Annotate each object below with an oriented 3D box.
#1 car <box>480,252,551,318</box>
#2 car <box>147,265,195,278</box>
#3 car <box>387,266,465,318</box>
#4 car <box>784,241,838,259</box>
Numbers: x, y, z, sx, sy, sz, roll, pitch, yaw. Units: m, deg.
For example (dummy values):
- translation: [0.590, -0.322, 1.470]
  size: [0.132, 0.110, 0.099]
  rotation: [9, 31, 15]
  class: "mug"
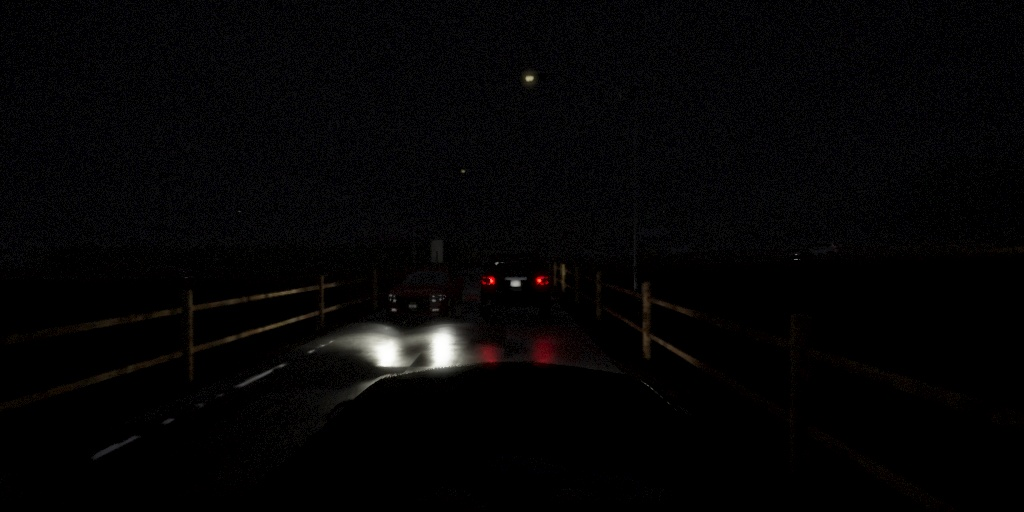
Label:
- translation: [0.108, 0.893, 12.784]
  size: [2.150, 2.045, 5.566]
  rotation: [0, 0, 0]
  class: "car"
- translation: [-39.590, 1.767, 41.669]
  size: [4.674, 1.442, 1.812]
  rotation: [-1, -2, 0]
  class: "car"
- translation: [-2.838, 1.154, 12.751]
  size: [1.882, 1.535, 5.008]
  rotation: [0, 0, 0]
  class: "car"
- translation: [37.060, -0.685, 44.513]
  size: [5.566, 2.045, 2.150]
  rotation: [-2, -2, 0]
  class: "car"
